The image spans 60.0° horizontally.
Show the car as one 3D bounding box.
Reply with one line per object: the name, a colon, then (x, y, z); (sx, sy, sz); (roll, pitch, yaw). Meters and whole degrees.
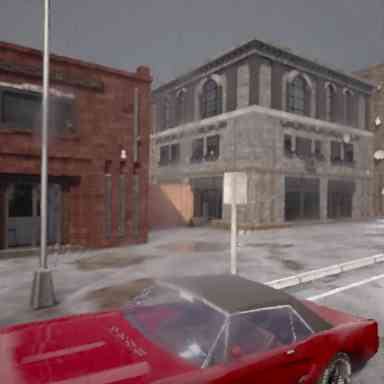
car: (0.018, 1.704, 3.687); (4.718, 1.301, 1.895); (5, -3, -35)
